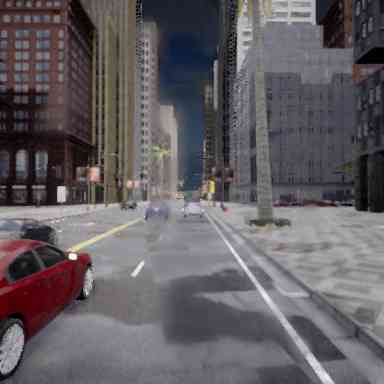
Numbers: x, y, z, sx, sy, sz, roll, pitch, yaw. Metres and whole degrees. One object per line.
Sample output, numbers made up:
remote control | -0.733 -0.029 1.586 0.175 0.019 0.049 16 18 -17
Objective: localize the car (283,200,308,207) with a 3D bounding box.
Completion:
car | 20.865 2.287 67.065 4.313 1.339 1.947 0 -1 -1

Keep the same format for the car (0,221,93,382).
car | -3.147 1.518 5.512 1.882 1.535 5.008 0 0 0

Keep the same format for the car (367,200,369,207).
car | 32.264 2.064 58.712 4.313 1.339 1.947 0 -1 -1

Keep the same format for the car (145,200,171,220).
car | -3.131 1.628 31.554 2.097 1.767 4.553 0 -1 0

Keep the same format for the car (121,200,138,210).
car | -9.721 2.031 51.843 1.882 1.535 5.008 0 -1 0

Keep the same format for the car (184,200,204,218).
car | 0.120 1.831 34.229 1.812 1.442 4.674 0 -1 0

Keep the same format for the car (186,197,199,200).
car | 0.055 1.684 46.070 2.150 2.045 5.566 0 -1 1

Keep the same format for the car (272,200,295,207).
car | 15.350 2.131 58.458 4.206 1.307 1.802 0 -1 -1

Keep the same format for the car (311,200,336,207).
car | 26.503 2.287 67.149 4.206 1.307 1.802 0 -1 -1

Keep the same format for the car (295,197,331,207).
car | 20.988 1.845 58.548 5.009 1.841 2.192 0 -1 -1

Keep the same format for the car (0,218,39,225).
car | -6.589 1.655 12.160 1.994 1.385 4.181 0 0 0

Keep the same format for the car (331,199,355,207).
car | 26.627 2.080 58.627 4.313 1.339 1.947 0 -1 -1

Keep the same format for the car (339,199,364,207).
car | 32.141 2.129 67.236 4.097 1.590 1.967 0 -1 -1
